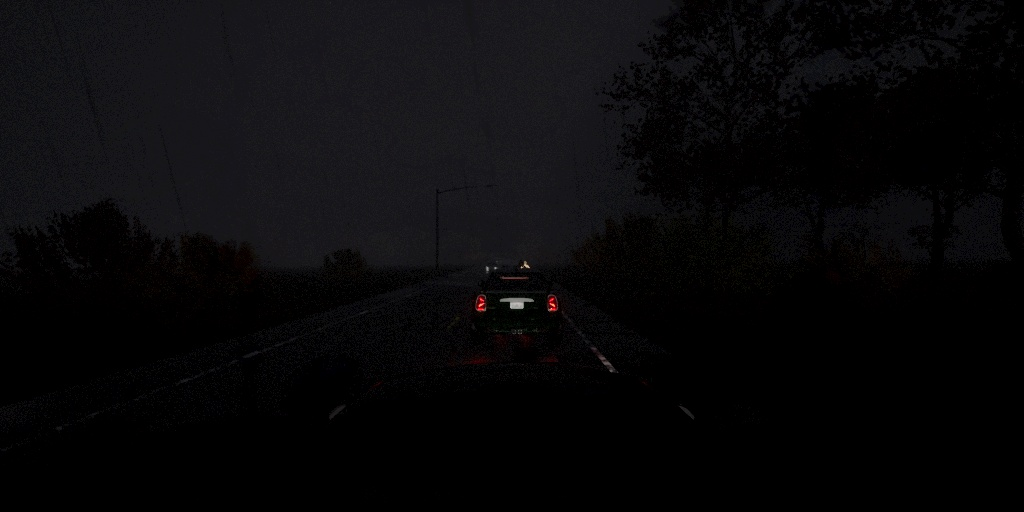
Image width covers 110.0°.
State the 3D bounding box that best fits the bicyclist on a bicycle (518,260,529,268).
[{"bbox_3d":[0.954,1.177,25.767,0.866,1.612,1.509,0,0,1],"label":"bicyclist on a bicycle"}]

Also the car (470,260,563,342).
[{"bbox_3d":[0.106,1.099,9.944,2.097,1.767,4.553,0,0,0],"label":"car"}]
